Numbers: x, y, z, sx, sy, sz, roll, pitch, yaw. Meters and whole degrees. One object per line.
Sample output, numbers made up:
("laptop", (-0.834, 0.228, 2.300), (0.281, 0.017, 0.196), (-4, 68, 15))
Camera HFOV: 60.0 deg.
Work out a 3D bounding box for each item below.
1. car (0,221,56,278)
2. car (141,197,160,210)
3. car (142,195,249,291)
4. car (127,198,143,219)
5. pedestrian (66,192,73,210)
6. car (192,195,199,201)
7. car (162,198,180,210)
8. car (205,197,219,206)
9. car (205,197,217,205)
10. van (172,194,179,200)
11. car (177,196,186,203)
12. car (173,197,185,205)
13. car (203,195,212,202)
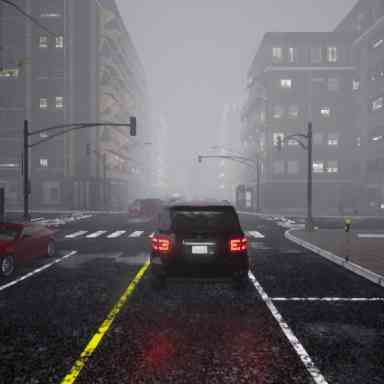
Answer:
("car", (-5.598, 1.581, 10.107), (1.802, 1.307, 4.206), (0, 0, 1))
("car", (-5.252, 1.438, 42.516), (1.967, 1.590, 4.097), (0, 0, 1))
("car", (0.180, 1.221, 9.184), (2.150, 2.045, 5.566), (0, 0, 1))
("car", (-3.208, 1.352, 28.735), (4.553, 1.767, 2.097), (0, 0, -40))
("pedestrian", (-12.367, 0.902, 33.584), (0.375, 1.860, 0.375), (0, -1, 0))
("car", (0.875, 1.478, 82.783), (1.882, 1.535, 5.008), (0, 0, 1))
("car", (-2.634, 1.562, 43.141), (1.994, 1.385, 4.181), (0, 0, 2))
("car", (3.249, 1.549, 53.697), (2.008, 1.369, 4.403), (0, 0, 1))
("car", (3.309, 1.544, 59.335), (1.887, 1.381, 4.507), (0, 0, 1))
("van", (-4.709, 1.340, 93.261), (1.690, 1.788, 3.998), (0, 0, 1))
("car", (-2.243, 1.522, 71.986), (1.812, 1.442, 4.674), (0, 0, 1))
("car", (-2.415, 1.563, 61.681), (1.994, 1.385, 4.181), (0, 0, 1))
("car", (3.490, 1.440, 76.251), (1.967, 1.590, 4.097), (0, 0, 1))
